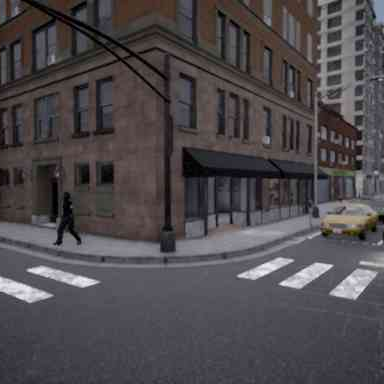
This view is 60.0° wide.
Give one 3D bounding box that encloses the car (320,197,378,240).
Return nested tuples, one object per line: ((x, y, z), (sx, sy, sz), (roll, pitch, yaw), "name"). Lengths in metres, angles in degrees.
((6.960, 1.096, 14.518), (1.752, 1.417, 4.829), (1, 2, 37), "car")

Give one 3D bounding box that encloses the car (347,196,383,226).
((10.483, 0.987, 19.155), (1.947, 1.339, 4.313), (1, 2, 37), "car")

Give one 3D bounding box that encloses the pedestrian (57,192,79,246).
((-4.117, 0.857, 11.012), (0.375, 1.860, 0.375), (1, 2, 38), "pedestrian")

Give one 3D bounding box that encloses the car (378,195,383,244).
((8.391, 0.989, 11.921), (2.097, 1.767, 4.553), (1, 2, 39), "car")
